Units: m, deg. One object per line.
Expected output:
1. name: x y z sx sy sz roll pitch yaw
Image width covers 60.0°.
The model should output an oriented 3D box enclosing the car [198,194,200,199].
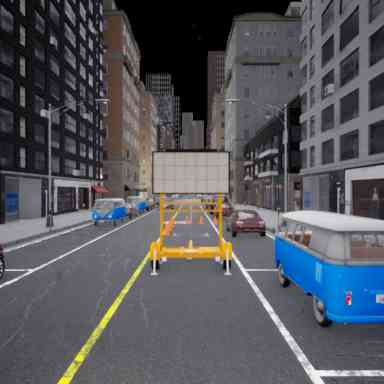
1. car: 2.666 1.578 67.270 1.947 1.339 4.313 0 0 0

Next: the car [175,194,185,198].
1. car: -3.201 1.421 71.417 1.994 1.385 4.181 0 0 0

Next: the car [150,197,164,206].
1. car: -5.828 1.573 56.243 1.947 1.339 4.313 0 0 0

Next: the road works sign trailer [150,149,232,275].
1. road works sign trailer: -0.028 0.464 10.426 2.380 3.560 2.880 0 0 0

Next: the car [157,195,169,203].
1. car: -5.860 1.452 67.246 1.967 1.590 4.097 0 0 0

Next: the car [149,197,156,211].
1. car: -5.781 1.567 39.739 1.947 1.339 4.313 0 0 0

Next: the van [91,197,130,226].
1. van: -5.735 1.340 23.236 1.690 1.788 3.998 0 0 0

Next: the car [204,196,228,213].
1. car: 2.759 1.315 34.262 2.192 1.841 5.009 0 0 0

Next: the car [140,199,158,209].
1. car: -5.796 1.585 45.241 1.802 1.307 4.206 0 0 0

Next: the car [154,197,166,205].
1. car: -5.844 1.591 61.745 1.802 1.307 4.206 0 0 0

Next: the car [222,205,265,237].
1. car: 2.807 1.581 17.758 1.802 1.307 4.206 0 0 0

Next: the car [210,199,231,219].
1. car: 2.776 1.582 28.760 1.802 1.307 4.206 0 0 0

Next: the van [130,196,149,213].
1. van: -5.766 1.342 34.238 1.690 1.788 3.998 0 0 0

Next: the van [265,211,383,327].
1. van: 2.838 1.341 6.755 1.690 1.788 3.998 0 0 0

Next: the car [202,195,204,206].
1. car: 2.729 1.443 45.265 1.967 1.590 4.097 0 0 0

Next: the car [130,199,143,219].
1. car: -5.750 1.551 28.736 2.008 1.369 4.403 0 0 0

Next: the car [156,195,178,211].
1. car: -3.214 1.493 40.677 2.128 1.511 4.902 0 0 0

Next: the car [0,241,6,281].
1. car: -5.688 1.440 6.731 1.967 1.590 4.097 0 0 0

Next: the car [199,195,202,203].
1. car: 2.697 1.557 56.267 2.008 1.369 4.403 0 0 0
